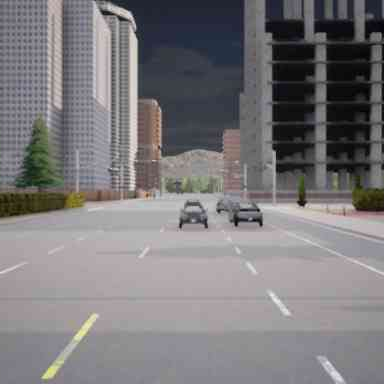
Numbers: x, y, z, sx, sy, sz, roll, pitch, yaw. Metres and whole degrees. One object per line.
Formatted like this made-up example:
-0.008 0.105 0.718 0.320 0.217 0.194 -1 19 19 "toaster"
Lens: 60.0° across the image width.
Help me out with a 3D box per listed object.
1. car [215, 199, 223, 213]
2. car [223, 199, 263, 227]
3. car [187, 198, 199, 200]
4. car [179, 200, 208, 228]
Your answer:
3.547 1.506 35.842 2.033 1.411 5.357 0 0 0 "car"
3.566 1.463 22.673 2.128 1.511 4.902 0 0 0 "car"
0.080 1.448 37.258 2.128 1.511 4.902 0 0 0 "car"
0.096 1.500 21.812 1.812 1.442 4.674 0 0 0 "car"
